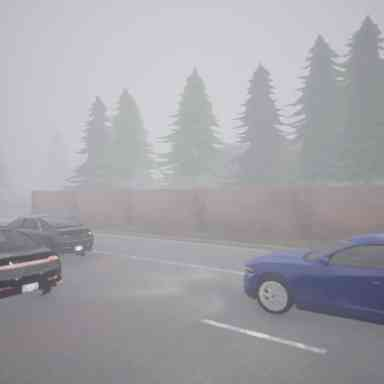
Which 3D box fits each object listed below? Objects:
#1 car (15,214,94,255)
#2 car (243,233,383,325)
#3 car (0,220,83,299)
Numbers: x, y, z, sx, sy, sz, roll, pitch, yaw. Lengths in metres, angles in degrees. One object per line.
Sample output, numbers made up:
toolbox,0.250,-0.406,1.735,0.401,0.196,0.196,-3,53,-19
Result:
car,-5.703,1.597,12.383,4.892,1.490,1.837,0,0,36
car,3.331,1.483,5.916,5.008,1.535,1.882,-1,-1,36
car,-4.948,1.556,7.538,4.902,1.511,2.128,0,0,36
